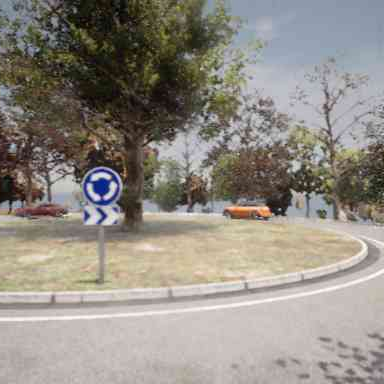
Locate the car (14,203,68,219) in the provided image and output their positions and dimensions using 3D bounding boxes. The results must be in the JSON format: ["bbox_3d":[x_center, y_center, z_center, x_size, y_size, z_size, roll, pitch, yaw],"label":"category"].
[{"bbox_3d":[-14.341,1.771,31.827,4.674,1.442,1.812,1,-1,-38],"label":"car"}]

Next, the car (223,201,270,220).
[{"bbox_3d":[5.252,1.747,32.677,4.553,1.767,2.097,0,-1,39],"label":"car"}]
